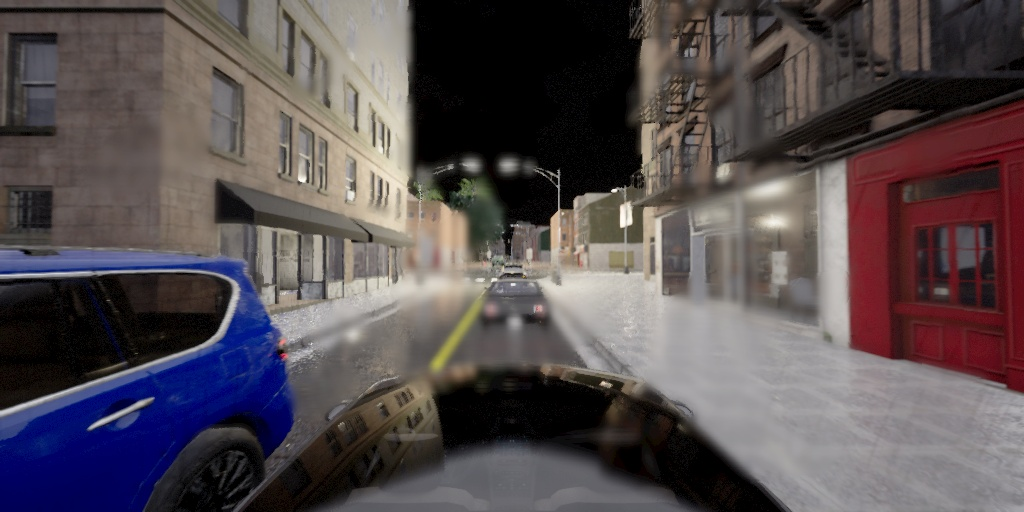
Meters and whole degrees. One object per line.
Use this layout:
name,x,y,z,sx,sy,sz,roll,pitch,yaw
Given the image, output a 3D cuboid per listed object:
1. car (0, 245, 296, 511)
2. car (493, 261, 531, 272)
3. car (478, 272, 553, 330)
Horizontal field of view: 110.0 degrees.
car,-2.847,0.970,0.652,2.150,2.045,5.566,0,0,0
car,0.092,1.270,21.229,1.837,1.490,4.892,0,0,0
car,0.090,1.362,11.167,1.895,1.301,4.718,0,0,0
